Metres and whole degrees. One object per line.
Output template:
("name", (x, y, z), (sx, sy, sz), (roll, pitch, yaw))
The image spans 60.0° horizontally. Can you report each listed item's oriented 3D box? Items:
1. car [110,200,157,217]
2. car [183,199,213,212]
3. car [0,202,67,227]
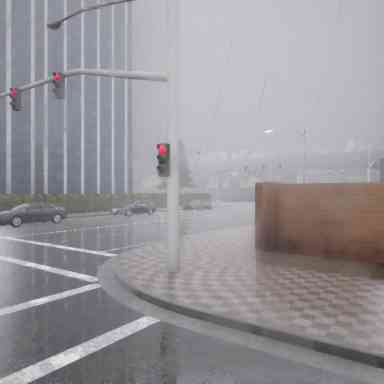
("car", (-5.377, 1.491, 31.016), (2.128, 1.511, 4.902), (0, 0, 35))
("car", (0.697, 1.563, 39.534), (1.994, 1.385, 4.181), (0, 0, 35))
("car", (-11.085, 1.505, 22.986), (1.837, 1.490, 4.892), (0, 0, 35))
